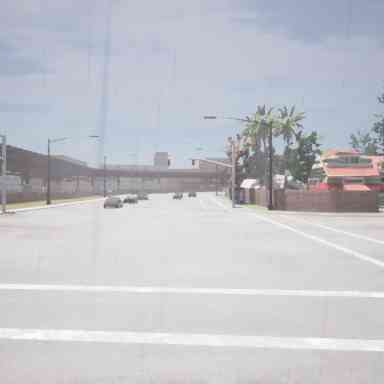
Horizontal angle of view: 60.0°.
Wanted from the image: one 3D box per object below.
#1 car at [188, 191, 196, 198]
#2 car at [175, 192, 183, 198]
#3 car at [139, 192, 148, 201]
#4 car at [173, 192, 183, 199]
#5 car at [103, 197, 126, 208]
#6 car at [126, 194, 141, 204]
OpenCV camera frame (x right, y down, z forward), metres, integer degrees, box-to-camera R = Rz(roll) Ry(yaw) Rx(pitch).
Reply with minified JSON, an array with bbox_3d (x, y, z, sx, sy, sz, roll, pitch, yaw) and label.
[{"bbox_3d":[0.079,0.519,86.797,2.097,1.767,4.553,0,1,0],"label":"car"},{"bbox_3d":[-3.421,0.709,87.159,1.994,1.385,4.181,0,1,0],"label":"car"},{"bbox_3d":[-10.436,0.869,69.655,2.097,1.767,4.553,0,1,0],"label":"car"},{"bbox_3d":[-3.430,0.963,76.841,1.895,1.301,4.718,0,1,0],"label":"car"},{"bbox_3d":[-10.558,1.403,44.799,1.812,1.442,4.674,0,1,-1],"label":"car"},{"bbox_3d":[-10.535,1.334,56.927,1.895,1.301,4.718,0,1,0],"label":"car"}]
